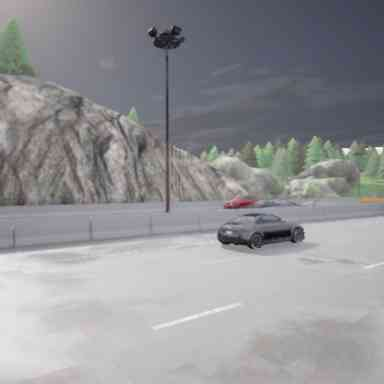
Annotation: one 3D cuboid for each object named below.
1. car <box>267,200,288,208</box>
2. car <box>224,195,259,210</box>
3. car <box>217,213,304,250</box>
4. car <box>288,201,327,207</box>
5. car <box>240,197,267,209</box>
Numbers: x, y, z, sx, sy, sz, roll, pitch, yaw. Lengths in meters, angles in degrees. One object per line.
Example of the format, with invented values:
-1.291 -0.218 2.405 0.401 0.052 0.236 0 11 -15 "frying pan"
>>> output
11.062 1.737 38.385 4.181 1.385 1.994 0 0 -37 "car"
6.712 1.429 43.878 5.566 2.045 2.150 0 -1 -37 "car"
3.127 1.636 14.841 4.181 1.385 1.994 0 0 -37 "car"
12.664 1.659 35.220 4.674 1.442 1.812 0 -1 -36 "car"
8.940 1.739 41.169 5.357 1.411 2.033 0 0 -37 "car"
